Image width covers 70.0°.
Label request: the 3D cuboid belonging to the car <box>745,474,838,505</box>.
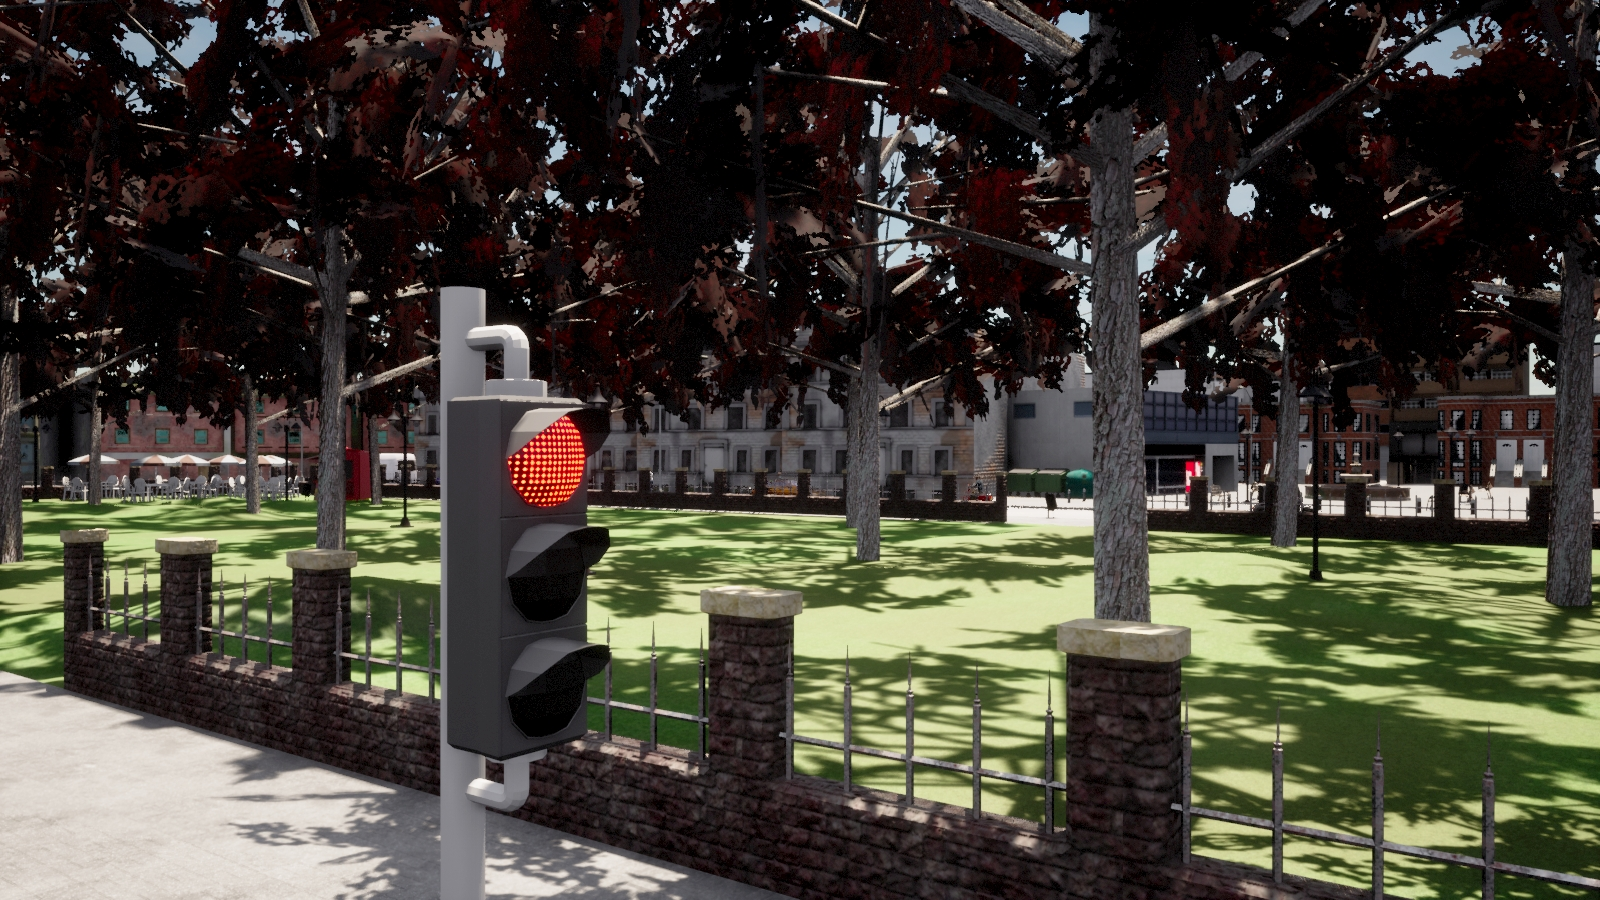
[{"bbox_3d":[-0.415,1.898,55.729,4.181,1.385,1.994,0,0,36],"label":"car"}]

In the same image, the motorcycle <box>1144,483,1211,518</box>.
[{"bbox_3d":[14.752,1.950,44.702,2.356,1.277,0.764,0,0,36],"label":"motorcycle"}]

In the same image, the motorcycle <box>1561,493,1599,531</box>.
[{"bbox_3d":[25.709,1.993,36.728,2.033,1.145,0.803,0,0,36],"label":"motorcycle"}]

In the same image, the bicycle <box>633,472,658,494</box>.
[{"bbox_3d":[-9.036,1.936,66.934,1.643,1.296,0.373,-1,0,36],"label":"bicycle"}]
